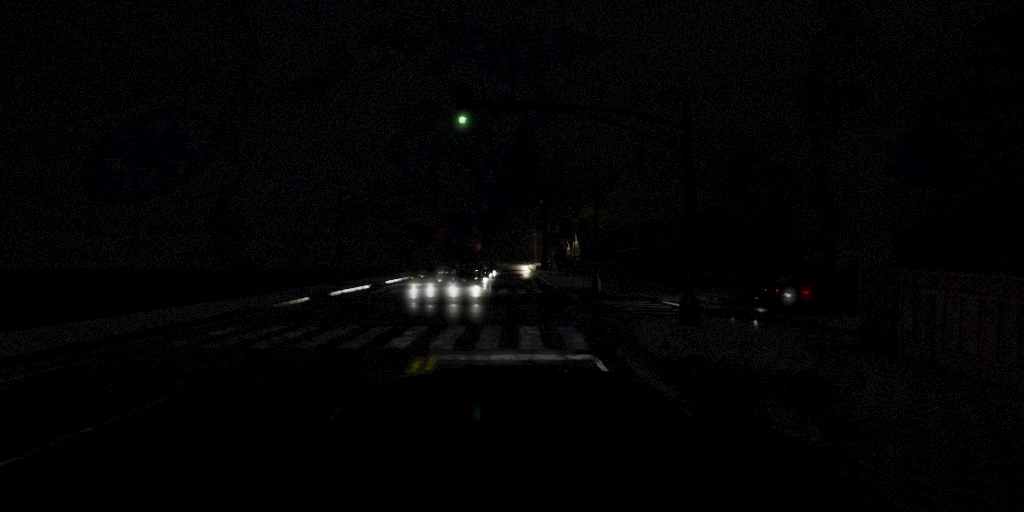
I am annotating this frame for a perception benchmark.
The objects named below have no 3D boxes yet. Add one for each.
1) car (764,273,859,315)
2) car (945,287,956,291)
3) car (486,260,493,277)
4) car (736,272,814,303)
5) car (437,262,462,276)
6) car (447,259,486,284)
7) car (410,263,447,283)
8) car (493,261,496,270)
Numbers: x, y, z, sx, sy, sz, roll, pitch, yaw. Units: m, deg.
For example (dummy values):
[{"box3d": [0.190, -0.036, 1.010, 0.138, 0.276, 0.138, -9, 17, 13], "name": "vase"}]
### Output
[{"box3d": [12.481, 1.499, 13.652, 4.181, 1.385, 1.994, 1, -2, -2], "name": "car"}, {"box3d": [22.956, 1.740, 16.894, 5.357, 1.411, 2.033, 1, -2, -3], "name": "car"}, {"box3d": [-3.337, 1.111, 35.662, 2.097, 1.767, 4.553, 0, 0, 0], "name": "car"}, {"box3d": [13.068, 1.510, 16.527, 5.008, 1.535, 1.882, 1, -2, -2], "name": "car"}, {"box3d": [-6.588, 1.359, 38.249, 1.895, 1.301, 4.718, 0, 0, 0], "name": "car"}, {"box3d": [-3.301, 1.111, 26.833, 2.097, 1.767, 4.553, 0, 0, -1], "name": "car"}, {"box3d": [-6.592, 1.323, 28.293, 1.994, 1.385, 4.181, 0, 0, 0], "name": "car"}, {"box3d": [-3.327, 1.285, 44.621, 1.812, 1.442, 4.674, 0, 0, 0], "name": "car"}]
